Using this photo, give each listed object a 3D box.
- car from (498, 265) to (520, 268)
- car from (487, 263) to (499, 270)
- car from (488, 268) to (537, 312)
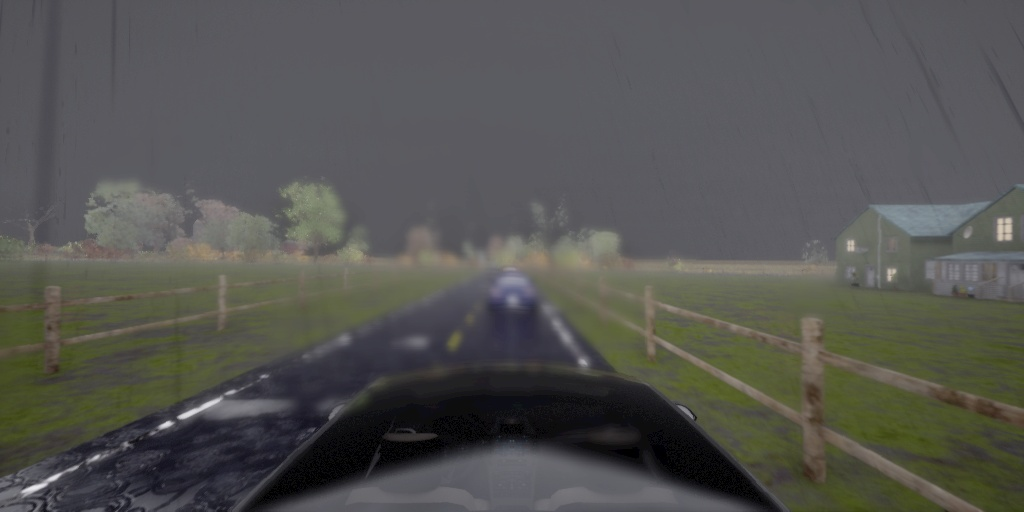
[{"bbox_3d":[0.053,1.548,29.826,1.812,1.442,4.674,0,0,1],"label":"car"},{"bbox_3d":[-2.782,1.808,56.176,1.837,1.490,4.892,0,-1,1],"label":"car"},{"bbox_3d":[0.050,1.400,14.859,1.812,1.442,4.674,0,0,0],"label":"car"}]
